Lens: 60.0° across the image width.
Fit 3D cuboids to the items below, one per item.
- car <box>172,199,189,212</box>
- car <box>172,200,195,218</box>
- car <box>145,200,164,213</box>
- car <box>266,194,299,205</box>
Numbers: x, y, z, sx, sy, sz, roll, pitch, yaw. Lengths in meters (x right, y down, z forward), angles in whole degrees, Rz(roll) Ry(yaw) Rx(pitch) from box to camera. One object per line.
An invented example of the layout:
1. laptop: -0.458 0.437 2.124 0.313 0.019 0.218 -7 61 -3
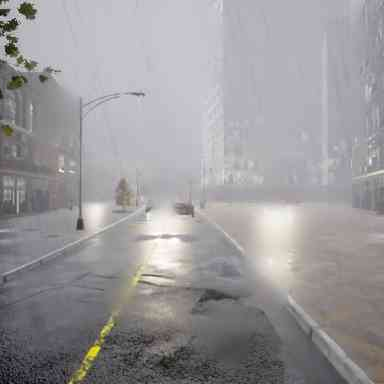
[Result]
1. car: -1.504 1.607 40.661 1.895 1.301 4.718 0 0 -4
2. car: -0.820 1.482 30.786 1.882 1.535 5.008 0 0 -3
3. car: -4.127 1.549 36.922 2.033 1.411 5.357 0 0 -4
4. car: 13.940 1.201 51.523 5.009 1.841 2.192 0 -1 15
